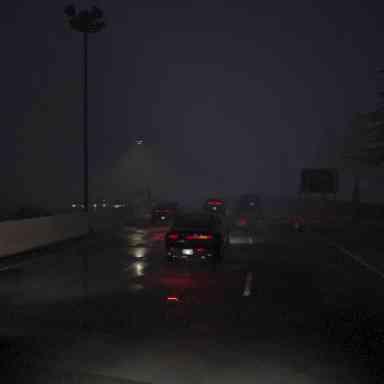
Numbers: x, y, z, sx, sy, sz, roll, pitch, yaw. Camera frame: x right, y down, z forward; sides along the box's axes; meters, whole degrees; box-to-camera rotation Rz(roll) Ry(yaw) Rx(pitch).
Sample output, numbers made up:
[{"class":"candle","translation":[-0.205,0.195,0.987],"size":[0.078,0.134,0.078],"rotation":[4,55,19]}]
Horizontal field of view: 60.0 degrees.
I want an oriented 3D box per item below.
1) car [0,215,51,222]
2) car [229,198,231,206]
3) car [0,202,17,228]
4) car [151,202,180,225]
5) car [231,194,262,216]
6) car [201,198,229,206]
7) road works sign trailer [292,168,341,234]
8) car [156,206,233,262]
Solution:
[{"class":"car","translation":[-9.476,1.555,18.654],"size":[1.994,1.385,4.181],"rotation":[0,0,7]},{"class":"car","translation":[4.795,1.462,43.387],"size":[1.882,1.535,5.008],"rotation":[0,0,-6]},{"class":"car","translation":[-12.837,1.468,19.709],"size":[1.882,1.535,5.008],"rotation":[0,0,7]},{"class":"car","translation":[-1.709,1.491,24.096],"size":[1.837,1.490,4.892],"rotation":[0,-1,5]},{"class":"car","translation":[5.423,1.212,32.618],"size":[2.150,2.045,5.566],"rotation":[0,0,1]},{"class":"car","translation":[1.878,1.383,28.544],"size":[1.837,1.490,4.892],"rotation":[0,-8,3]},{"class":"road works sign trailer","translation":[7.304,0.458,18.612],"size":[2.380,3.560,2.880],"rotation":[0,0,-13]},{"class":"car","translation":[0.318,1.502,12.273],"size":[1.837,1.490,4.892],"rotation":[0,1,10]}]
